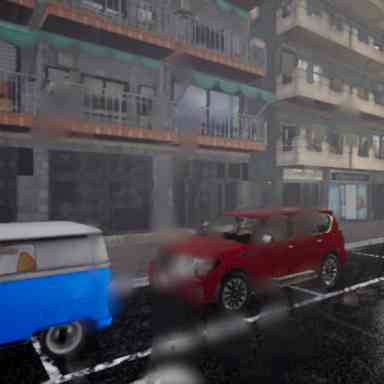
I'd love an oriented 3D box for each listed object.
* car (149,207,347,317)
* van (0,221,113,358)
[{"bbox_3d":[1.532,1.310,7.656,5.009,1.841,2.192,0,0,-36],"label":"car"},{"bbox_3d":[-3.075,1.340,4.367,3.998,1.788,1.690,0,0,-36],"label":"van"}]
